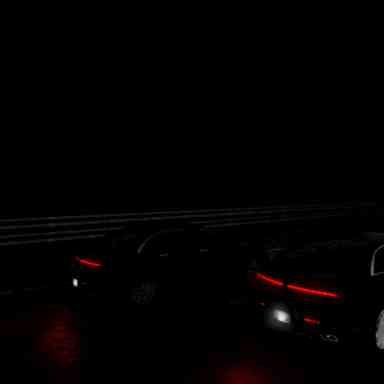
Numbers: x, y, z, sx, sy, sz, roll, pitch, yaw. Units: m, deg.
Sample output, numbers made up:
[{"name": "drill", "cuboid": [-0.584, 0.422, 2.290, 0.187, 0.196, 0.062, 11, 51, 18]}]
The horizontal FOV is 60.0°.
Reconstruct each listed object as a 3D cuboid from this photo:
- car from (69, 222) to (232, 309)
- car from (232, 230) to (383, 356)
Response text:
[{"name": "car", "cuboid": [-0.293, 1.475, 7.839, 4.892, 1.490, 1.837, -1, 0, -36]}, {"name": "car", "cuboid": [3.211, 1.462, 6.041, 4.892, 1.490, 1.837, -1, 0, -36]}]
